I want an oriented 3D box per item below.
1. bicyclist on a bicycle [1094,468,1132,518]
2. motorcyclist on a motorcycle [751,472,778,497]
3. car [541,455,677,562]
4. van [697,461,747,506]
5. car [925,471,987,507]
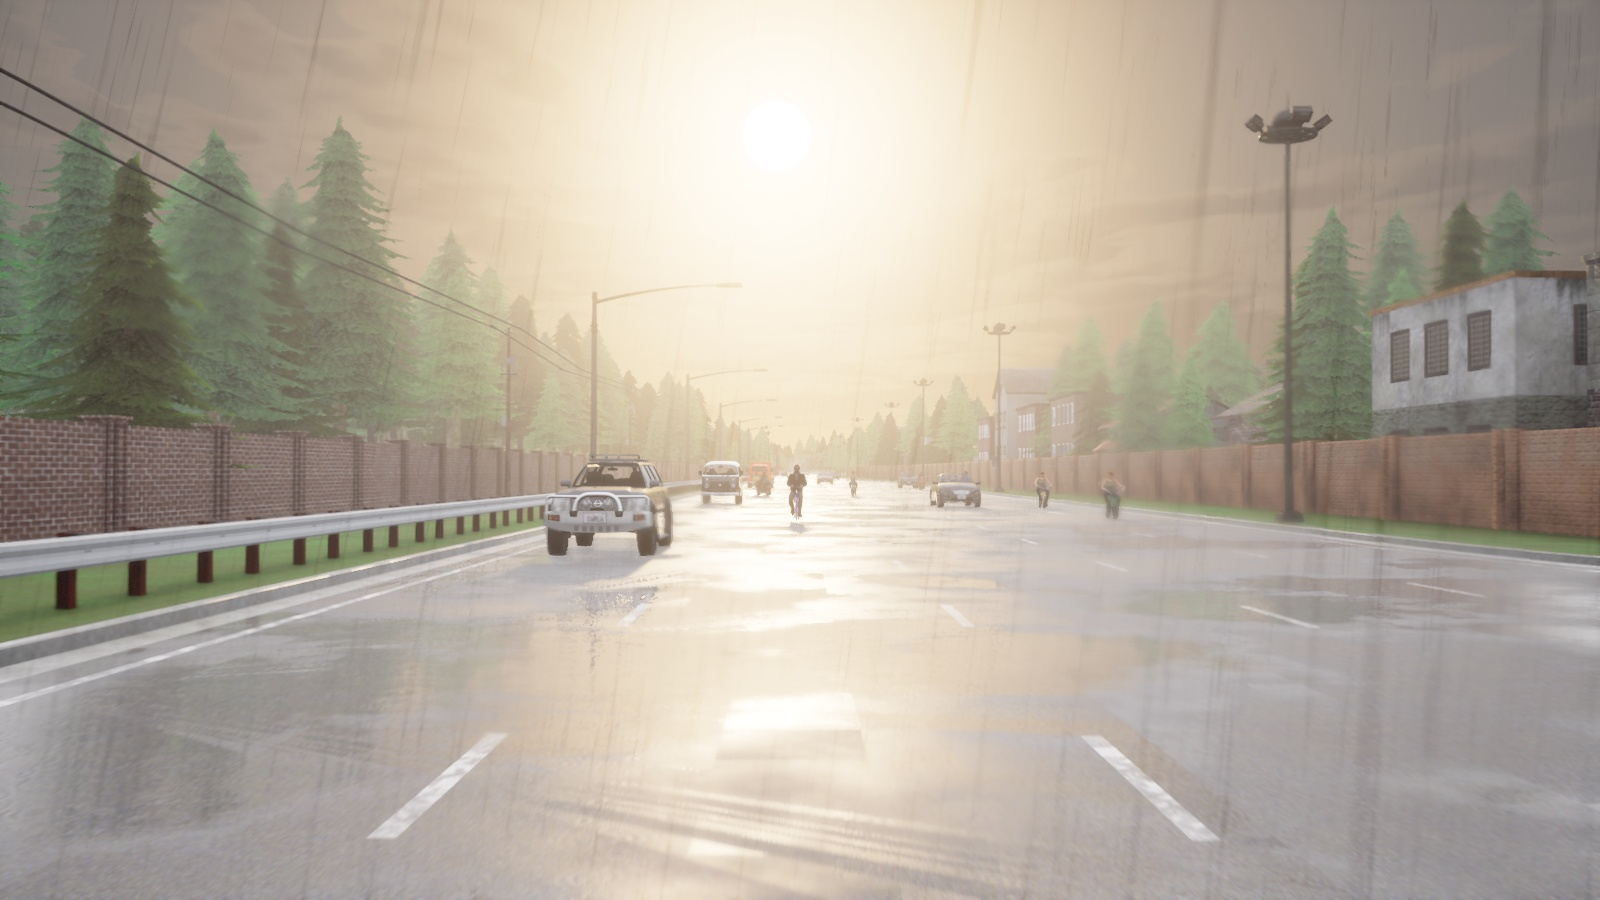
[{"bbox_3d":[10.404,1.416,41.824,0.866,1.612,1.509,0,-1,0],"label":"bicyclist on a bicycle"},{"bbox_3d":[-2.181,2.108,77.104,0.797,1.523,2.044,1,-1,-27],"label":"motorcyclist on a motorcycle"},{"bbox_3d":[-3.560,1.054,24.187,1.932,1.855,4.605,0,-1,0],"label":"car"},{"bbox_3d":[-3.646,1.558,59.509,2.069,2.038,4.480,0,-1,0],"label":"van"},{"bbox_3d":[6.864,1.683,55.637,2.128,1.511,4.902,0,-1,0],"label":"car"}]
